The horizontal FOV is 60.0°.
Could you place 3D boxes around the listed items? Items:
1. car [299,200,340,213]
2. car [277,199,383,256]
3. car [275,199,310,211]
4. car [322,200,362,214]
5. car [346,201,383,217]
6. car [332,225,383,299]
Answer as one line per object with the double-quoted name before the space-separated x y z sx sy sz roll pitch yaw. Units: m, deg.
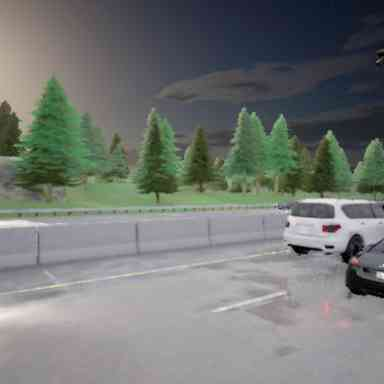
"car" 15.772 1.697 41.005 5.357 1.411 2.033 0 0 -35
"car" 5.759 1.269 12.152 5.566 2.045 2.150 0 0 -35
"car" 13.144 1.652 43.420 4.892 1.490 1.837 0 0 -35
"car" 16.982 1.652 37.565 4.892 1.490 1.837 1 0 -35
"car" 18.236 1.689 34.182 5.357 1.411 2.033 0 0 -35
"car" 5.360 1.599 7.569 4.181 1.385 1.994 0 0 -35
